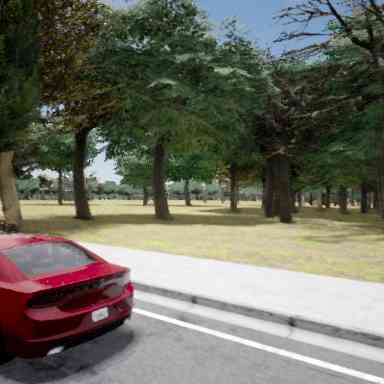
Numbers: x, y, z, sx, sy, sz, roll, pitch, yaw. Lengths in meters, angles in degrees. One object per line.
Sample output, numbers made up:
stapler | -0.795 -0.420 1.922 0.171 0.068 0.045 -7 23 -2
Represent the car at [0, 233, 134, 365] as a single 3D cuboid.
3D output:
car | -3.239 1.481 5.874 5.008 1.535 1.882 0 0 36
